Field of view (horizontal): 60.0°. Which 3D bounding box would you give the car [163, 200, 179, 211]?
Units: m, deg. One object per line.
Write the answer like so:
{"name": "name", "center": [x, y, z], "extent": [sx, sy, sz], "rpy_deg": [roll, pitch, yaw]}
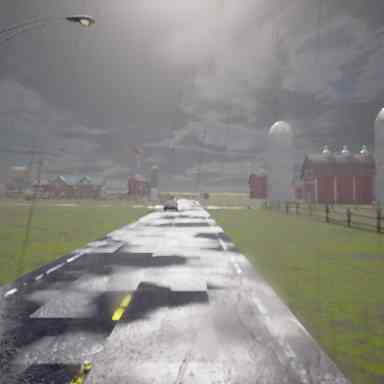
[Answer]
{"name": "car", "center": [-2.756, 1.764, 44.454], "extent": [2.033, 1.411, 5.357], "rpy_deg": [0, 0, 0]}
